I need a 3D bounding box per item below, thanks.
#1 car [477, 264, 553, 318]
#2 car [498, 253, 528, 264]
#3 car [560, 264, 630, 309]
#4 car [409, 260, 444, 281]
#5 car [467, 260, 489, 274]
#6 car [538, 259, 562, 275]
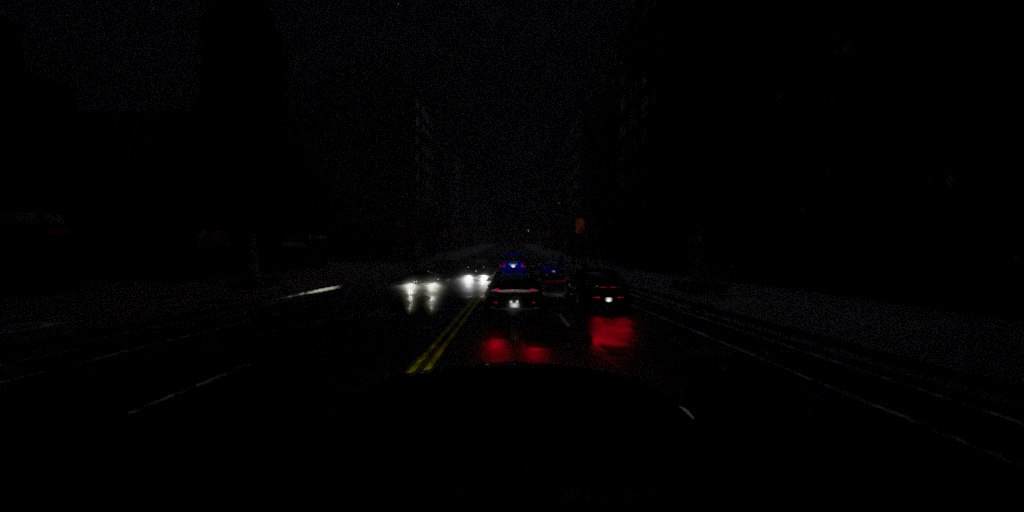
[{"bbox_3d":[0.085,1.232,12.996,2.128,1.511,4.902,0,0,0],"label":"car"},{"bbox_3d":[0.090,0.802,29.108,2.150,2.045,5.566,0,1,0],"label":"car"},{"bbox_3d":[3.340,1.237,14.776,1.837,1.490,4.892,0,0,0],"label":"car"},{"bbox_3d":[-6.605,1.072,28.223,1.882,1.535,5.008,0,1,0],"label":"car"},{"bbox_3d":[-3.350,1.067,35.590,1.895,1.301,4.718,0,1,0],"label":"car"},{"bbox_3d":[3.340,1.026,31.075,1.882,1.535,5.008,0,1,0],"label":"car"}]
